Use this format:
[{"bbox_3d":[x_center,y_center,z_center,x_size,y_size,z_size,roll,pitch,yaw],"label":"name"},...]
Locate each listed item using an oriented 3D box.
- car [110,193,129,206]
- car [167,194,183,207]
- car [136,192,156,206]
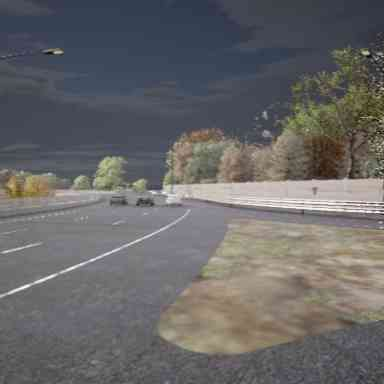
[{"bbox_3d":[-9.242,0.922,42.619,2.128,1.511,4.902,0,1,-4],"label":"car"},{"bbox_3d":[-2.163,1.032,41.328,1.812,1.442,4.674,0,1,-2],"label":"car"},{"bbox_3d":[-5.711,0.824,41.663,2.097,1.767,4.553,0,1,-3],"label":"car"}]
